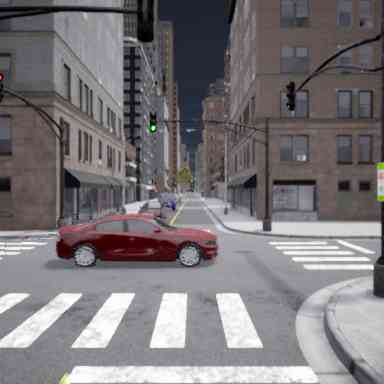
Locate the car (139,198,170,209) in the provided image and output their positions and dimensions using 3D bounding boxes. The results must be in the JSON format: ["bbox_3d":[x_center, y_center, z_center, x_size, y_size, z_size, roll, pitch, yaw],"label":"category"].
[{"bbox_3d":[-3.053,1.473,26.032,1.812,1.442,4.674,0,0,1],"label":"car"}]

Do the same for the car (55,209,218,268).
[{"bbox_3d":[-1.685,1.459,10.588,5.008,1.535,1.882,0,0,0],"label":"car"}]

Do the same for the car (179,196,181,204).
[{"bbox_3d":[-2.915,1.378,59.870,2.128,1.511,4.902,0,0,0],"label":"car"}]

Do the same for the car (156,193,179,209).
[{"bbox_3d":[-3.050,1.137,39.689,2.150,2.045,5.566,0,1,-1],"label":"car"}]
